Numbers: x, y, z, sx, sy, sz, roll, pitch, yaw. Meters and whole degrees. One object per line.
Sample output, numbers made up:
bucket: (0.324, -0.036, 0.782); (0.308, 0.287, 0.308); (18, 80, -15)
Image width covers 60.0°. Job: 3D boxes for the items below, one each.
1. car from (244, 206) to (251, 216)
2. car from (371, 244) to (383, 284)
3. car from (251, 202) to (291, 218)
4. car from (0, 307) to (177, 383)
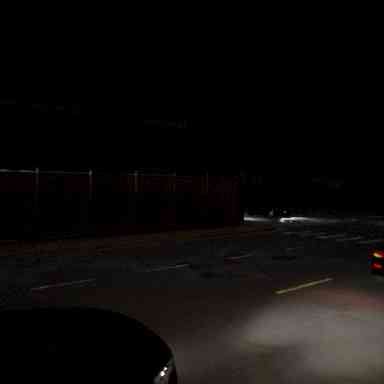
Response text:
car: (2.661, 1.602, 31.426); (2.033, 1.411, 5.357); (0, 0, -36)
car: (6.211, 1.525, 8.235); (4.674, 1.442, 1.812); (0, 0, -36)
car: (7.133, 1.619, 31.187); (1.994, 1.385, 4.181); (0, 0, -35)
car: (-2.343, 1.491, 2.073); (4.902, 1.511, 2.128); (0, 0, -36)
